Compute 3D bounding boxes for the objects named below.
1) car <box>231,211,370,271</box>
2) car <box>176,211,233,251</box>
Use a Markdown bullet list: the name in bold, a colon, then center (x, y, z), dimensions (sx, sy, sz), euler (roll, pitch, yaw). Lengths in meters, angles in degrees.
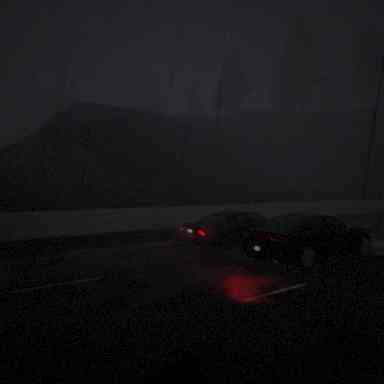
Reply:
- **car**: center (3.857, 1.414, 10.820), dimensions (5.008, 1.535, 1.882), euler (-1, 0, -35)
- **car**: center (1.978, 1.483, 13.773), dimensions (5.357, 1.411, 2.033), euler (-1, 0, -35)
